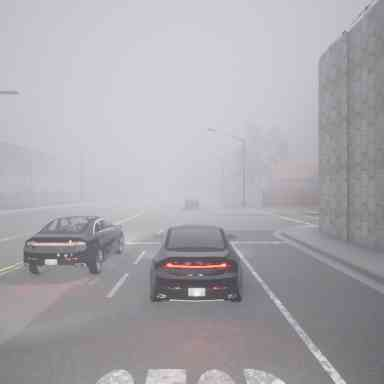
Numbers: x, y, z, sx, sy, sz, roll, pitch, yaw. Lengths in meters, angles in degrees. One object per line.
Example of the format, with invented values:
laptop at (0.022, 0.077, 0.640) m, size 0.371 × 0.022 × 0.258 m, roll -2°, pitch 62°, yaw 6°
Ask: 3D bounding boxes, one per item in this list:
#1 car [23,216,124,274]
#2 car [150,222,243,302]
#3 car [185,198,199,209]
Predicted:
car at (-3.430, 1.492, 10.509) m, size 2.128 × 1.511 × 4.902 m, roll 0°, pitch 0°, yaw 0°
car at (0.078, 1.505, 8.241) m, size 1.837 × 1.490 × 4.892 m, roll 0°, pitch 0°, yaw 0°
car at (-0.026, 1.491, 44.224) m, size 2.128 × 1.511 × 4.902 m, roll 0°, pitch 0°, yaw 0°
